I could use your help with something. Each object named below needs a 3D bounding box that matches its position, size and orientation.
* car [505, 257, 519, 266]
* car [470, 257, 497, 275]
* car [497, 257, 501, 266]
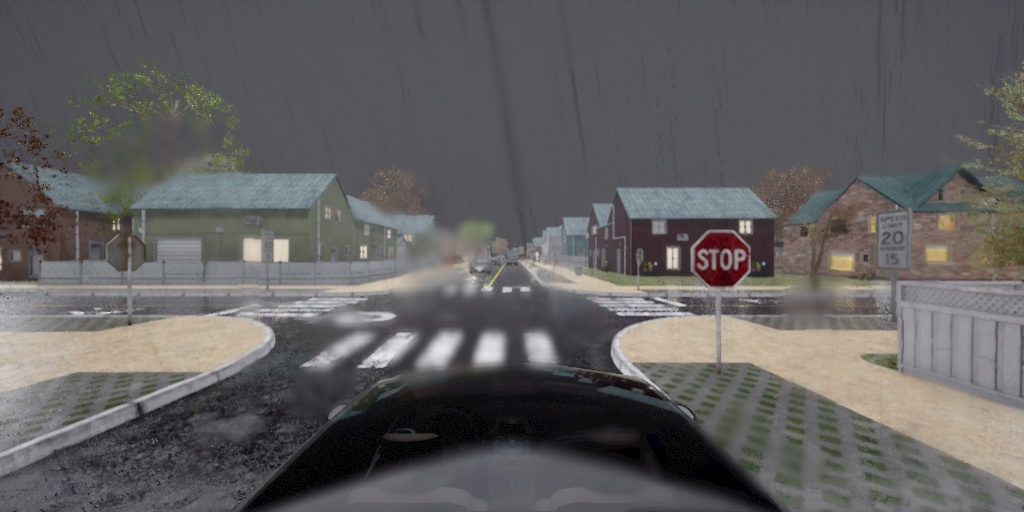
[{"bbox_3d":[0.030,0.827,56.757,1.837,1.490,4.892,0,0,0],"label":"car"},{"bbox_3d":[-2.824,0.952,33.892,2.128,1.511,4.902,0,0,0],"label":"car"},{"bbox_3d":[-2.752,0.871,56.457,2.033,1.411,5.357,0,0,1],"label":"car"}]
